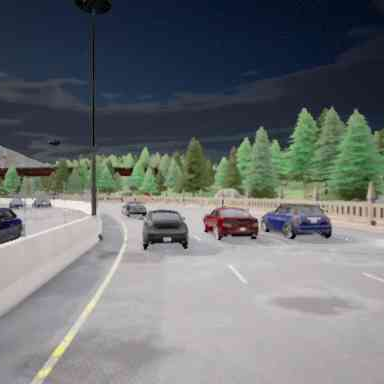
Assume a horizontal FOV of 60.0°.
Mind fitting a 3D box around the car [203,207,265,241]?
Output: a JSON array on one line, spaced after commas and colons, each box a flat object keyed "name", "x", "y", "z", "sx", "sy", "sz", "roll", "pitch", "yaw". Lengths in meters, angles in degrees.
[{"name": "car", "x": 1.846, "y": 1.527, "z": 17.298, "sx": 1.882, "sy": 1.535, "sz": 5.008, "roll": 0, "pitch": 0, "yaw": -10}]

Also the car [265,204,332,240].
[{"name": "car", "x": 5.316, "y": 1.389, "z": 17.556, "sx": 2.097, "sy": 1.767, "sz": 4.553, "roll": 0, "pitch": 0, "yaw": -10}]

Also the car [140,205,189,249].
[{"name": "car", "x": -1.306, "y": 1.559, "z": 14.977, "sx": 1.837, "sy": 1.490, "sz": 4.892, "roll": 0, "pitch": 0, "yaw": -9}]

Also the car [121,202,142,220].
[{"name": "car", "x": -5.811, "y": 1.677, "z": 33.003, "sx": 2.033, "sy": 1.411, "sz": 5.357, "roll": 0, "pitch": 0, "yaw": -19}]
